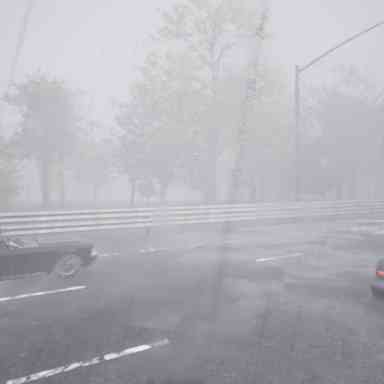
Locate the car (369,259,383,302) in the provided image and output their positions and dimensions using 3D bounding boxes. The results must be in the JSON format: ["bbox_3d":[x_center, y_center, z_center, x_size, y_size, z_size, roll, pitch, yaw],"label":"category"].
[{"bbox_3d":[5.788,1.468,6.561,5.357,1.411,2.033,-1,1,-31],"label":"car"}]

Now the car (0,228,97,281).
[{"bbox_3d":[-4.900,1.568,8.341,4.718,1.301,1.895,-1,1,-31],"label":"car"}]
